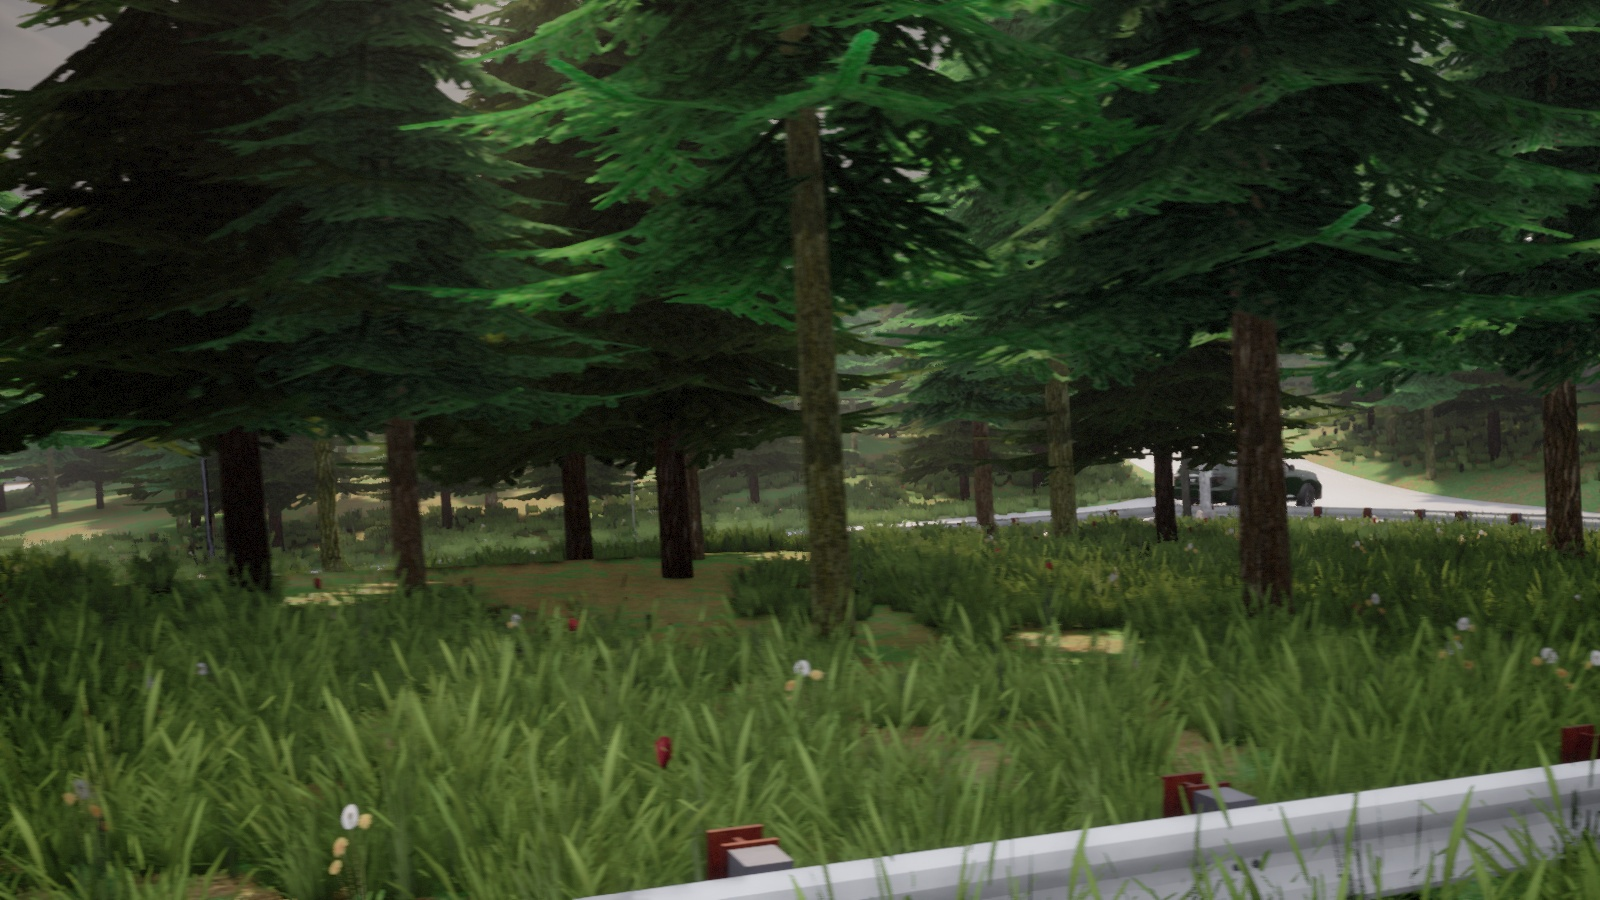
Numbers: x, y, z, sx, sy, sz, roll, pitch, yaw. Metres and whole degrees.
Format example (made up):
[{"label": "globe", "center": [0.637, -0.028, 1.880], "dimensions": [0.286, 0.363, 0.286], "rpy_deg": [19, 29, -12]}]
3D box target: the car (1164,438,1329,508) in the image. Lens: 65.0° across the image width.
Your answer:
[{"label": "car", "center": [14.977, 0.703, 42.054], "dimensions": [5.566, 2.045, 2.150], "rpy_deg": [-2, 2, -31]}]
